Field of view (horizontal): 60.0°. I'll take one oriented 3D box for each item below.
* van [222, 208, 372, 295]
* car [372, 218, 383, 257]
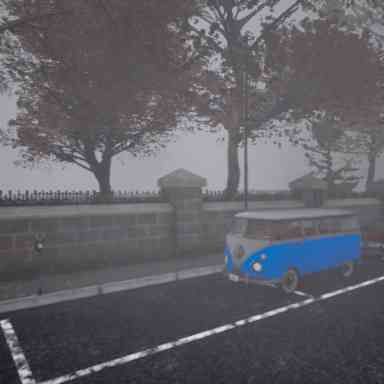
[{"bbox_3d":[2.619,1.331,8.428,3.998,1.788,1.690,0,0,-36],"label":"van"},{"bbox_3d":[7.203,1.564,11.698,4.206,1.307,1.802,0,0,-35],"label":"car"}]
